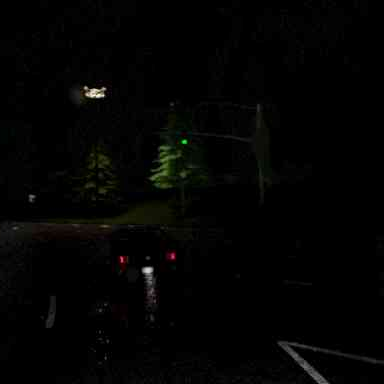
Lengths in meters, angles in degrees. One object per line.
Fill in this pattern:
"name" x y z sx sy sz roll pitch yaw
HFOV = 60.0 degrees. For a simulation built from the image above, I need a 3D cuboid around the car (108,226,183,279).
"car" -1.718 1.758 10.710 1.895 1.301 4.718 -1 -1 -15
